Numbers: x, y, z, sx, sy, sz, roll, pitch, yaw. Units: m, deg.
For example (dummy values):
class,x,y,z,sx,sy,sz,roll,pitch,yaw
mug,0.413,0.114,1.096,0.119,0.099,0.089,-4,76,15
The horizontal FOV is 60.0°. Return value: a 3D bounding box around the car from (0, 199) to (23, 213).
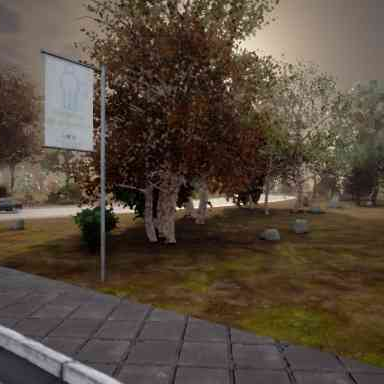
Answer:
class,x,y,z,sx,sy,sz,roll,pitch,yaw
car,-20.488,1.503,35.029,1.837,1.490,4.892,0,0,38
